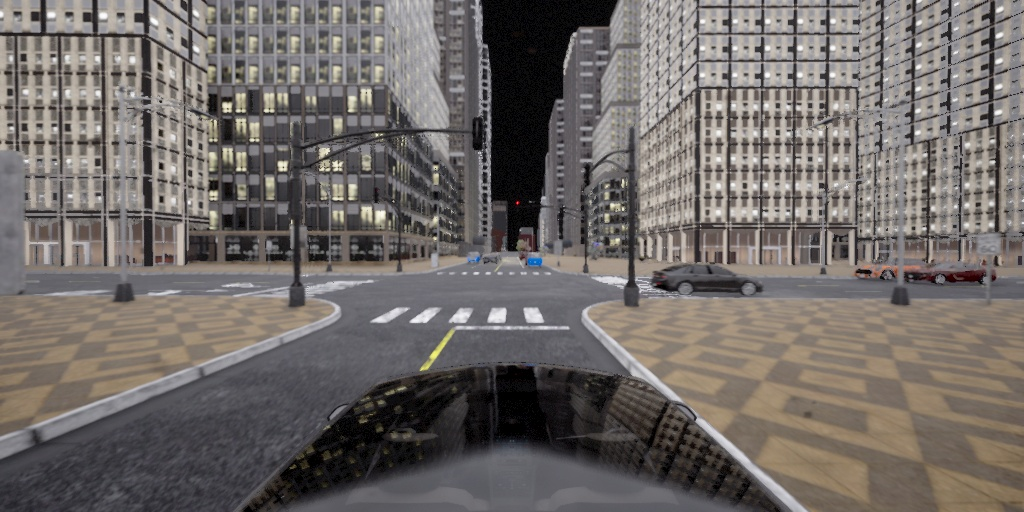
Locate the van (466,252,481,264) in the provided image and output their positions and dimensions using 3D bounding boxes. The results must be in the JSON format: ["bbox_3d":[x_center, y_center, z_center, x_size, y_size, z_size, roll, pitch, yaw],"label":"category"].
[{"bbox_3d":[-5.781,0.294,53.843,1.690,1.789,3.998,0,0,0],"label":"van"}]

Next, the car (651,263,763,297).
[{"bbox_3d":[9.144,1.109,16.961,4.892,1.490,1.837,0,1,-1],"label":"car"}]

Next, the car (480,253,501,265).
[{"bbox_3d":[-3.148,0.529,53.046,1.994,1.385,4.181,0,1,1],"label":"car"}]

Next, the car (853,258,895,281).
[{"bbox_3d":[28.835,0.943,27.230,4.553,1.767,2.097,0,1,-1],"label":"car"}]

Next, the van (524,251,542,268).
[{"bbox_3d":[2.673,0.464,42.740,1.690,1.789,3.998,0,0,0],"label":"van"}]

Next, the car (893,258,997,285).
[{"bbox_3d":[29.118,1.104,23.990,5.008,1.535,1.882,0,1,-1],"label":"car"}]

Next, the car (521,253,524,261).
[{"bbox_3d":[2.602,0.583,48.278,1.888,1.381,4.507,0,0,0],"label":"car"}]
